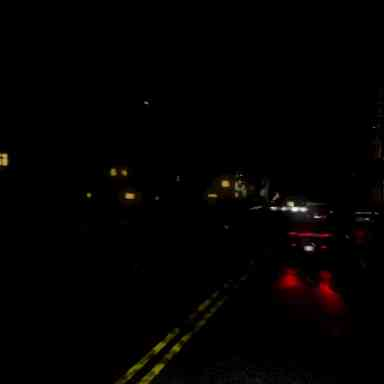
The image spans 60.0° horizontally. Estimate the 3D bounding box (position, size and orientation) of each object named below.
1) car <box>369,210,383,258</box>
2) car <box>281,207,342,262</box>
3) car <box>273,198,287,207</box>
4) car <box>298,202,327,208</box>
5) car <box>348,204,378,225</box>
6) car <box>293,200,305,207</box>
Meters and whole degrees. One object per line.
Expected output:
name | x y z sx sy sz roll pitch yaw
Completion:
car | 7.881 1.635 12.190 1.812 1.442 4.674 1 0 22
car | 4.556 1.566 12.639 2.128 1.511 4.902 1 0 22
car | 15.178 1.811 57.301 1.882 1.535 5.008 1 0 22
car | 9.312 1.704 24.686 2.033 1.411 5.357 1 0 22
car | 13.139 1.692 25.465 2.128 1.511 4.902 1 0 22
car | 18.183 1.963 56.066 1.895 1.301 4.718 1 0 22
